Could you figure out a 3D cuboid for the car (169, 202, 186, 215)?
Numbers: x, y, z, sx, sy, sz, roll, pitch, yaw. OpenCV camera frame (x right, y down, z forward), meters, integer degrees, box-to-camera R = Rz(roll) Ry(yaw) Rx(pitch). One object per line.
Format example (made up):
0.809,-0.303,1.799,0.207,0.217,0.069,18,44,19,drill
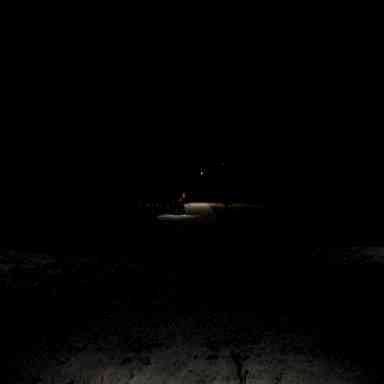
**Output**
-1.742,1.967,40.320,1.812,1.442,4.674,0,0,1,car
